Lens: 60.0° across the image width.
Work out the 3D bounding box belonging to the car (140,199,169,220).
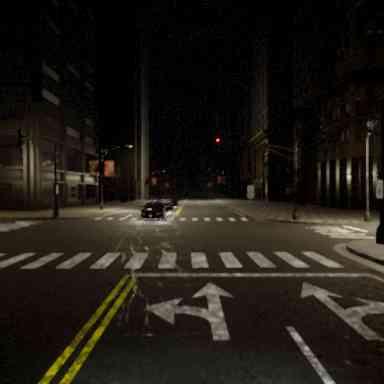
[{"bbox_3d":[-3.240,1.596,28.298,1.837,1.490,4.892,0,1,0],"label":"car"}]

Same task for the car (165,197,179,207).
[{"bbox_3d":[-3.237,1.631,53.452,1.994,1.385,4.181,0,1,0],"label":"car"}]

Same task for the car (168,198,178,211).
[{"bbox_3d":[-3.240,1.585,40.926,2.128,1.511,4.902,0,1,0],"label":"car"}]
